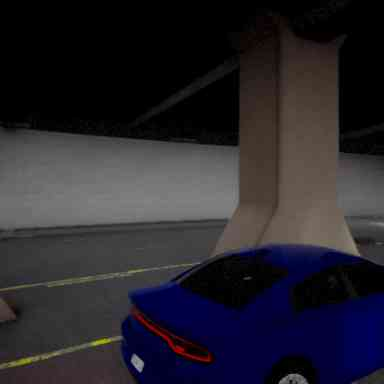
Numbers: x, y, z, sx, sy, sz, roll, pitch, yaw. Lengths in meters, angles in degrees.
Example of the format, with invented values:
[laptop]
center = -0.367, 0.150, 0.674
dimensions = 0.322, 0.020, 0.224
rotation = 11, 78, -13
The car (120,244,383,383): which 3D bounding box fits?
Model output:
[car]
center = 1.571, 1.461, 4.490
dimensions = 5.008, 1.535, 1.882
rotation = 0, 0, -32
